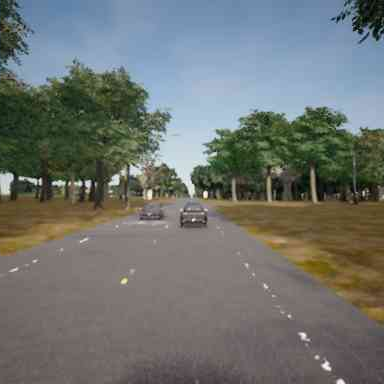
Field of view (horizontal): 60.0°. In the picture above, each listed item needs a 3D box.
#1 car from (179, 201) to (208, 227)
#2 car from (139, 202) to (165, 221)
[{"bbox_3d":[0.114,1.641,24.125,2.128,1.511,4.902,0,0,0],"label":"car"},{"bbox_3d":[-3.518,1.694,29.645,1.837,1.490,4.892,0,-1,1],"label":"car"}]
